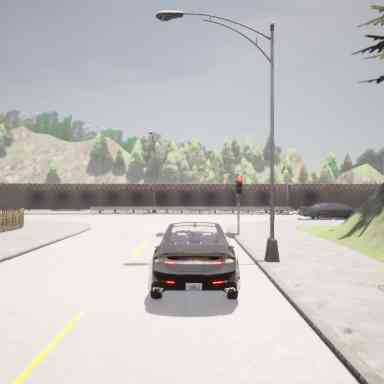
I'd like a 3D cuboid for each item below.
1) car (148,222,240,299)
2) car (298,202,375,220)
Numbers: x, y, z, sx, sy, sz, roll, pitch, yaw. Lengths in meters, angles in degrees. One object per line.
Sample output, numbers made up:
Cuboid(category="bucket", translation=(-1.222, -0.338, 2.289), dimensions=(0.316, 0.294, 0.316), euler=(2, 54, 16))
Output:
Cuboid(category="car", translation=(0.069, 1.494, 8.422), dimensions=(2.128, 1.511, 4.902), euler=(0, 0, 1))
Cuboid(category="car", translation=(11.530, 1.556, 27.138), dimensions=(5.357, 1.411, 2.033), euler=(0, 0, 0))
